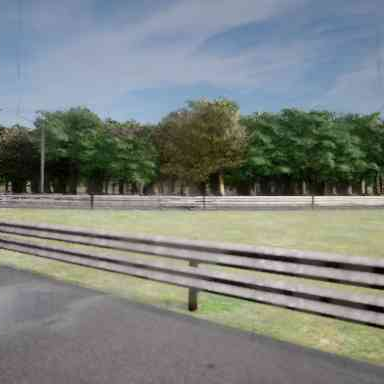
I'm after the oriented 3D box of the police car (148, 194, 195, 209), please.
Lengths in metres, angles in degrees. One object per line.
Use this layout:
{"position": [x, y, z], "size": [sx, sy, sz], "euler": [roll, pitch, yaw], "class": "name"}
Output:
{"position": [-2.047, 1.021, 34.534], "size": [4.974, 1.542, 2.038], "euler": [0, -1, 2], "class": "police car"}
